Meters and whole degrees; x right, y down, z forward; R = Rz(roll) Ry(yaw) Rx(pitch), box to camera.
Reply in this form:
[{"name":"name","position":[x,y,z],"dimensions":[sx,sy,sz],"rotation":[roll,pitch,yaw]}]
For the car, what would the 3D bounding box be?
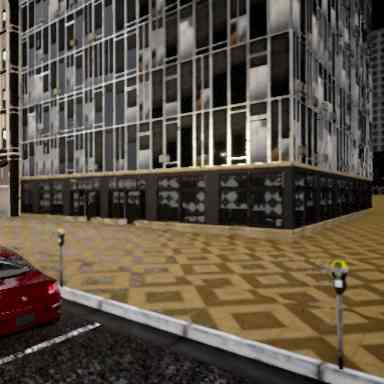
[{"name":"car","position":[-3.919,1.548,5.678],"dimensions":[4.206,1.307,1.802],"rotation":[0,0,35]}]
